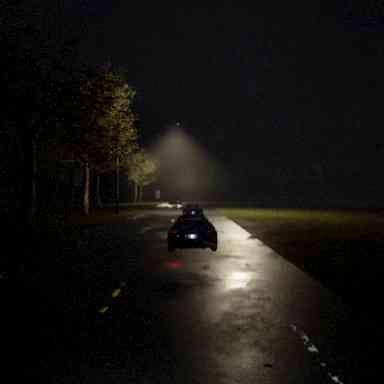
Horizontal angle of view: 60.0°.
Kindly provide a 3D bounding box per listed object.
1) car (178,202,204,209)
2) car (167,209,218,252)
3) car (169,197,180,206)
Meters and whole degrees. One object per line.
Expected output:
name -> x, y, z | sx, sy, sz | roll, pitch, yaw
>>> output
car -> 0.074, 1.726, 28.958 | 2.033, 1.411, 5.357 | 0, 0, 0
car -> 0.027, 1.643, 14.236 | 1.994, 1.385, 4.181 | -1, -1, 0
car -> -3.336, 1.721, 63.959 | 2.097, 1.767, 4.553 | 0, -1, 0
